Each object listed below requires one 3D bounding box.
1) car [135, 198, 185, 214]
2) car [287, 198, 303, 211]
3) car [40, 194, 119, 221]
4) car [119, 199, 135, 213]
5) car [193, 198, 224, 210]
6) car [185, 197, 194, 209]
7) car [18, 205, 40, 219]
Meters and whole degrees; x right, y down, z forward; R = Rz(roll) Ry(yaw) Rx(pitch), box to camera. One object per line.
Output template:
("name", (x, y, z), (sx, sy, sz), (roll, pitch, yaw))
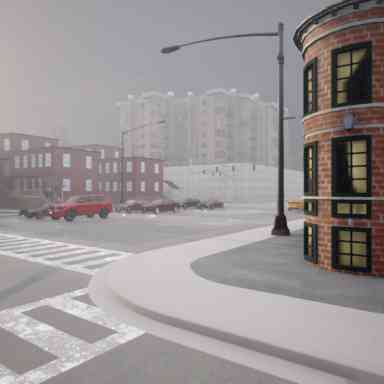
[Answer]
("car", (-3.337, 1.478, 35.624), (1.882, 1.535, 5.008), (0, 0, 36))
("car", (13.160, 1.478, 40.312), (1.882, 1.535, 5.008), (0, 0, 36))
("car", (-9.131, 1.221, 27.524), (2.150, 2.045, 5.566), (0, 0, 36))
("car", (-6.483, 1.526, 37.227), (1.812, 1.442, 4.674), (0, 0, 35))
("car", (2.514, 1.564, 43.776), (1.994, 1.385, 4.181), (0, 0, 35))
("car", (-0.706, 1.492, 45.289), (2.128, 1.511, 4.902), (0, 0, 36))
("car", (-12.212, 1.547, 29.235), (2.033, 1.411, 5.357), (0, 0, 36))
